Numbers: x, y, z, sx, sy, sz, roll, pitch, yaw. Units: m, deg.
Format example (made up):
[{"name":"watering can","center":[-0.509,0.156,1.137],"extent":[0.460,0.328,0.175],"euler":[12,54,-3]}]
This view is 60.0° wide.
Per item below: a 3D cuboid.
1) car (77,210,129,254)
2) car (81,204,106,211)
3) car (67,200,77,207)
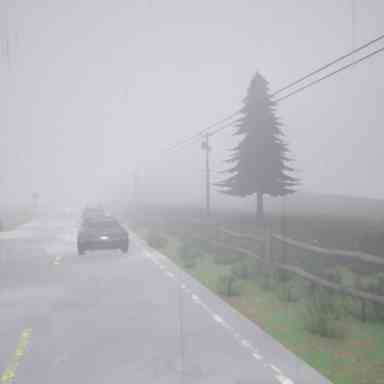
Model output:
[{"name":"car","center":[-3.925,1.726,14.475],"extent":[1.994,1.385,4.181],"euler":[0,0,-18]},{"name":"car","center":[-8.515,1.820,28.768],"extent":[2.128,1.511,4.902],"euler":[0,0,-18]},{"name":"car","center":[-24.358,2.329,67.614],"extent":[2.128,1.511,4.902],"euler":[0,-1,-18]}]
